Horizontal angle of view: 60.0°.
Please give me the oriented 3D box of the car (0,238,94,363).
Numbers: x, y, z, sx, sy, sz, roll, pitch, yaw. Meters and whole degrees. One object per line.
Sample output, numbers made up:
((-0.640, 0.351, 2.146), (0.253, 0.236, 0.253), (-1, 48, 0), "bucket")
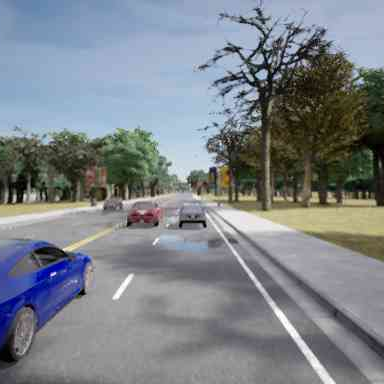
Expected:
((-3.156, 1.534, 5.760), (1.812, 1.442, 4.674), (0, 0, 0), "car")

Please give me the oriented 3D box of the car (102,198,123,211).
((-9.936, 1.600, 42.183), (1.837, 1.490, 4.892), (0, 0, 0), "car")

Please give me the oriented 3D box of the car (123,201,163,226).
((-3.215, 1.389, 23.565), (2.097, 1.767, 4.553), (0, 0, 0), "car")

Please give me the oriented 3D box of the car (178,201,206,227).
((0.032, 1.584, 23.343), (2.033, 1.411, 5.357), (0, 0, -1), "car")
